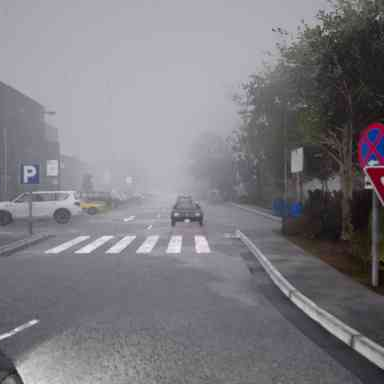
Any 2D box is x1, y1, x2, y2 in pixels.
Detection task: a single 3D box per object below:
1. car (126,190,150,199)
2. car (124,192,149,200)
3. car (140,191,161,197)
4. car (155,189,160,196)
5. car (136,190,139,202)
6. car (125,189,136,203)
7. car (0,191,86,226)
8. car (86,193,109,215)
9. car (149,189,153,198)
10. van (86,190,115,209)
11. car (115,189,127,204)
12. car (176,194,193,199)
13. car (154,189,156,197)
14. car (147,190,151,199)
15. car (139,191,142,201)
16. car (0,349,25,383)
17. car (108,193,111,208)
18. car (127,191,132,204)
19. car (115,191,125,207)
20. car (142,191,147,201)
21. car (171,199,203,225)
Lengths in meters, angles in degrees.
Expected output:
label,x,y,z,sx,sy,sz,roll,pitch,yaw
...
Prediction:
label,x,y,z,sx,sy,sz,roll,pitch,yaw
car,-11.185,0.572,69.072,4.553,1.767,2.185,-1,0,-22
car,-11.070,0.764,66.079,4.674,1.452,2.002,-1,1,-22
car,-11.674,0.500,93.148,5.366,1.575,1.946,-1,0,-22
car,-11.668,0.553,87.080,4.892,1.521,2.231,-1,0,-22
car,-10.573,0.776,48.077,4.553,1.767,2.185,-1,1,-21
car,-10.494,0.809,45.077,4.553,1.767,2.185,-1,1,-22
car,-9.860,0.958,21.028,5.566,2.045,2.435,-1,1,-22
car,-9.847,1.134,27.126,5.366,1.575,1.946,-1,0,-22
car,-10.985,0.500,63.100,5.566,2.045,2.435,-1,0,-22
van,-10.306,0.847,33.011,4.442,1.987,1.878,-1,1,-22
car,-10.397,0.877,39.060,4.553,1.767,2.185,-1,0,-22
car,-0.912,0.991,40.907,2.128,1.511,4.902,0,1,-2
car,-11.288,0.675,75.094,4.792,1.488,2.163,-1,0,-22
car,-10.745,0.774,60.150,5.366,1.575,1.946,-1,0,-21
car,-10.658,0.899,51.091,4.792,1.488,2.163,-1,0,-22
car,-3.140,1.532,1.688,1.994,1.385,4.181,2,1,42
car,-10.114,1.145,30.062,4.674,1.452,2.002,-1,0,-22
car,-10.446,1.008,42.070,4.674,1.452,2.002,-1,0,-22
car,-10.273,1.036,36.061,5.008,1.535,2.097,-1,1,-22
car,-10.738,0.587,54.087,5.566,2.045,2.435,-1,0,-21
car,-0.345,1.324,21.400,1.895,1.301,4.718,0,1,-1
